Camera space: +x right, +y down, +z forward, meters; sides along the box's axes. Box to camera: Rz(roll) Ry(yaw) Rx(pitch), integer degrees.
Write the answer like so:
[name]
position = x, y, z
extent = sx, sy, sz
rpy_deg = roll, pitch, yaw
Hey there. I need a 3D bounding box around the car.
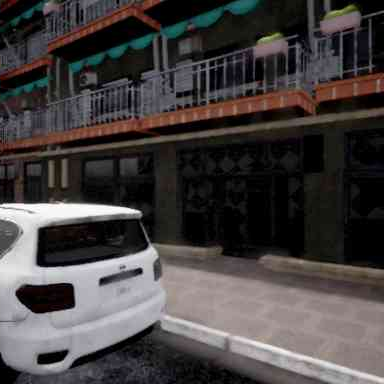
[car]
position = -2.977, 1.185, 5.378
extent = 5.566, 2.045, 2.150
rpy_deg = 1, 0, 36
